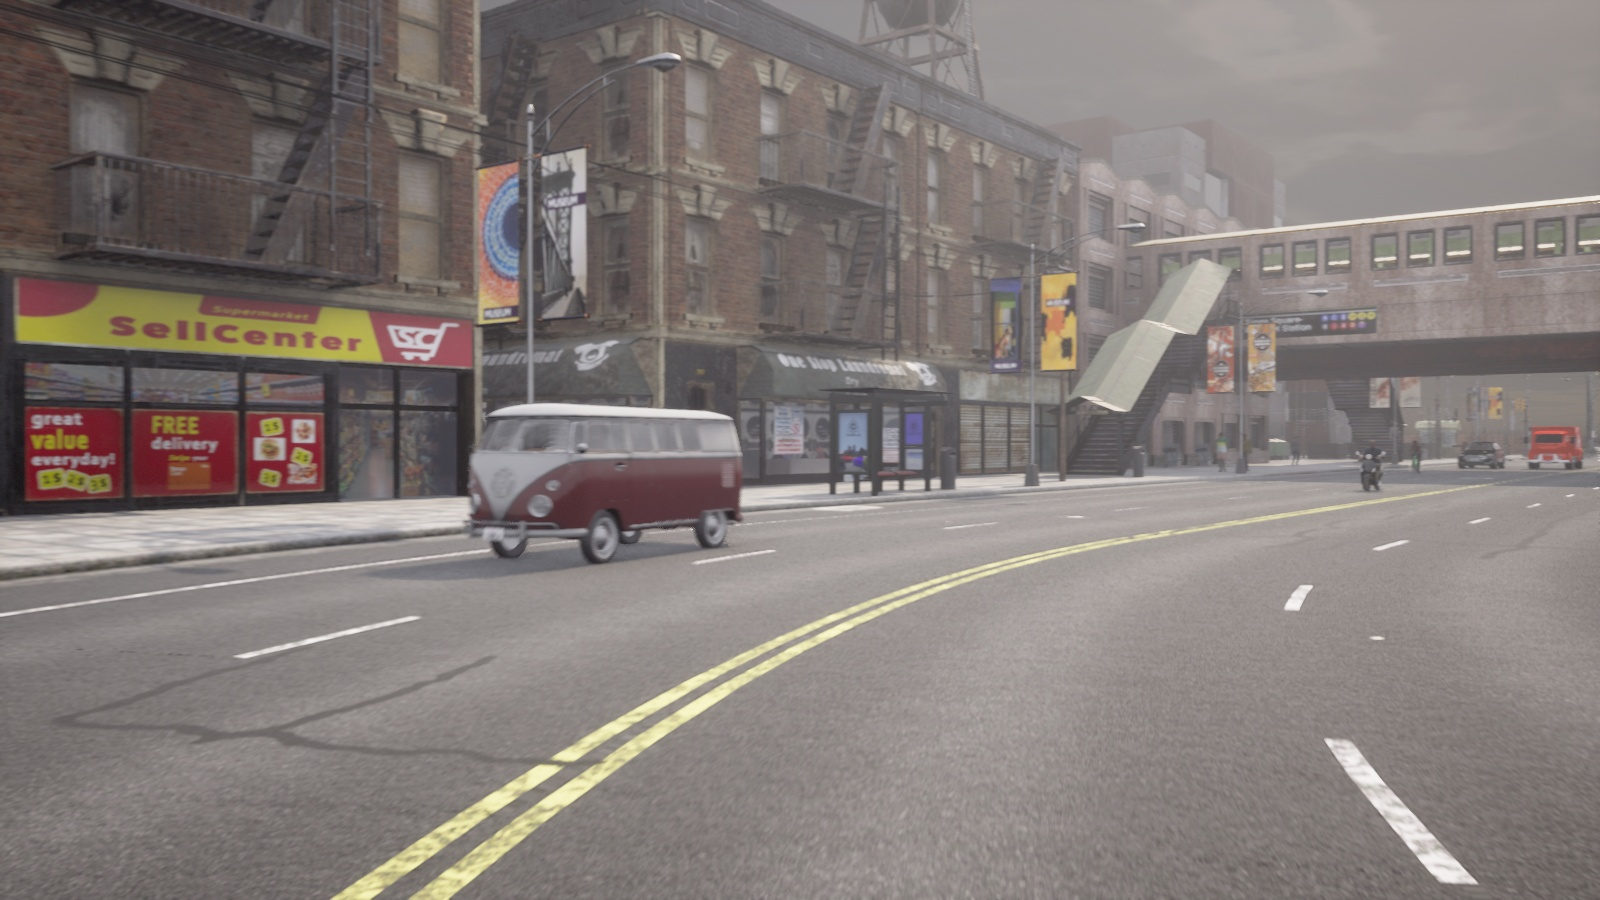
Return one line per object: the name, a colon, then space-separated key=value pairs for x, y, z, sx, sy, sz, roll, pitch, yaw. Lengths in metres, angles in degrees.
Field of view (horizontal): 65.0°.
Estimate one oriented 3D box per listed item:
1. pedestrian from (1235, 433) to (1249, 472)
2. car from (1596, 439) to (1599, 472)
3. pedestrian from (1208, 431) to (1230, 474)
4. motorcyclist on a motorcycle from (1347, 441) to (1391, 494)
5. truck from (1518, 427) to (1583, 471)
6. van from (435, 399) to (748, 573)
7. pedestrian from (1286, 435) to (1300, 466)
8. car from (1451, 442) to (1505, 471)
pedestrian: x=20.552 y=0.113 z=58.363 sx=0.431 sy=1.840 sz=0.709 roll=0 pitch=0 yaw=35
car: x=45.845 y=0.300 z=69.997 sx=2.097 sy=1.767 sz=4.553 roll=0 pitch=0 yaw=37
pedestrian: x=19.254 y=0.114 z=57.716 sx=0.659 sy=1.952 sz=0.873 roll=0 pitch=0 yaw=40
motorcyclist on a motorcycle: x=17.590 y=0.515 z=38.810 sx=0.866 sy=1.590 sz=1.817 roll=0 pitch=0 yaw=37
truck: x=43.316 y=-0.064 z=72.447 sx=2.627 sy=2.467 sz=5.204 roll=0 pitch=0 yaw=37
van: x=-2.591 y=0.399 z=16.738 sx=1.775 sy=1.987 sz=4.442 roll=0 pitch=0 yaw=28
pedestrian: x=29.471 y=0.036 z=75.090 sx=0.694 sy=1.848 sz=0.540 roll=0 pitch=0 yaw=-43
car: x=39.755 y=0.339 z=73.554 sx=2.033 sy=1.649 sz=4.856 roll=0 pitch=0 yaw=37
